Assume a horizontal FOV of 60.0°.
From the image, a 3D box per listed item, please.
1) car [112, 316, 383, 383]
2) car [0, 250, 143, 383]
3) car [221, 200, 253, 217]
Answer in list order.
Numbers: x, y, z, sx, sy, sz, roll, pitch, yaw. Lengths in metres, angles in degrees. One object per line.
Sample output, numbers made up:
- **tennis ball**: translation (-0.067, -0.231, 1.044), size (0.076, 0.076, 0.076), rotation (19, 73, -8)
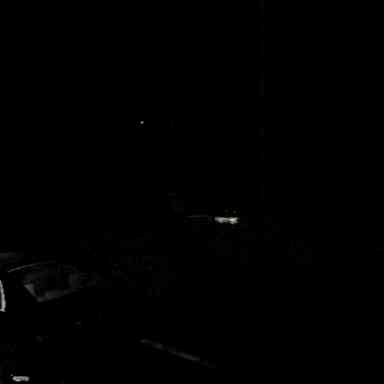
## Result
- **car**: translation (1.823, 1.567, 1.665), size (4.313, 1.339, 1.947), rotation (0, 0, 35)
- **car**: translation (-2.667, 1.542, 4.865), size (4.403, 1.369, 2.008), rotation (0, 0, 35)
- **car**: translation (5.788, 1.999, 42.432), size (2.150, 2.045, 5.566), rotation (0, -1, 35)
